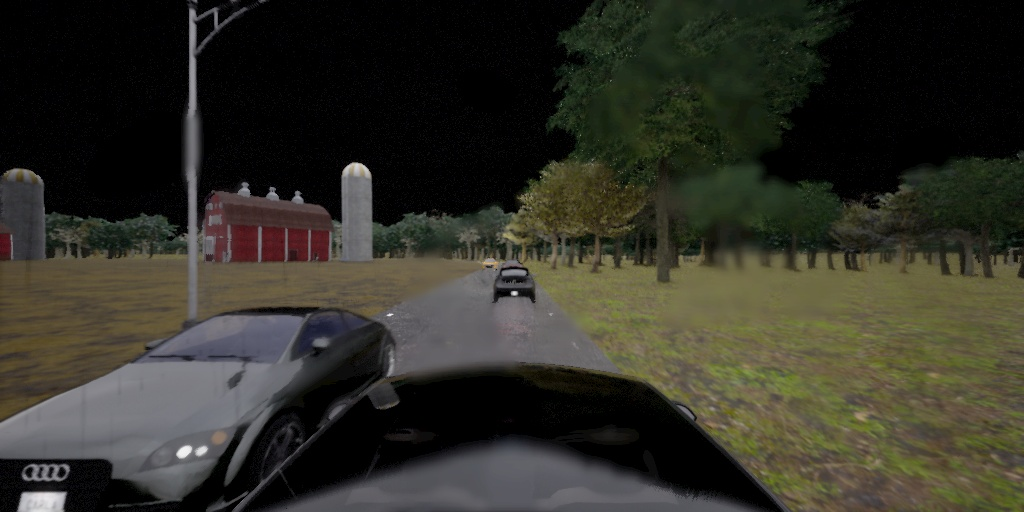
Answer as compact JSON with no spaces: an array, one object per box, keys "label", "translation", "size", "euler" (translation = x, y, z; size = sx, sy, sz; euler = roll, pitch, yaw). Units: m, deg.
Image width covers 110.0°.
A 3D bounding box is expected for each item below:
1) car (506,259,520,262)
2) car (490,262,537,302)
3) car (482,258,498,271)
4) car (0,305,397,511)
[{"label":"car","translation":[0.086,1.099,36.920],"size":[2.097,1.767,4.553],"euler":[0,0,0]},{"label":"car","translation":[0.101,1.248,16.997],"size":[1.837,1.490,4.892],"euler":[0,1,0]},{"label":"car","translation":[-2.780,1.034,46.159],"size":[1.882,1.535,5.008],"euler":[0,0,0]},{"label":"car","translation":[-2.849,1.311,4.166],"size":[1.994,1.385,4.181],"euler":[0,0,0]}]
